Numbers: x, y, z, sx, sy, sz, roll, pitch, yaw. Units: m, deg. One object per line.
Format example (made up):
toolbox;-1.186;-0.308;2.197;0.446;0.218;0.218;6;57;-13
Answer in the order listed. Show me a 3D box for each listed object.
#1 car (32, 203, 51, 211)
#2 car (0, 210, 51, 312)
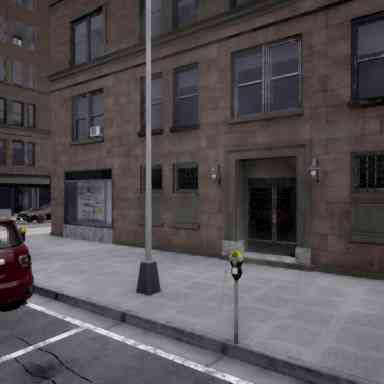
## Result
car;-10.244;1.503;25.168;2.033;1.411;5.357;0;0;36
car;-5.066;1.315;6.408;5.009;1.841;2.192;0;0;35
